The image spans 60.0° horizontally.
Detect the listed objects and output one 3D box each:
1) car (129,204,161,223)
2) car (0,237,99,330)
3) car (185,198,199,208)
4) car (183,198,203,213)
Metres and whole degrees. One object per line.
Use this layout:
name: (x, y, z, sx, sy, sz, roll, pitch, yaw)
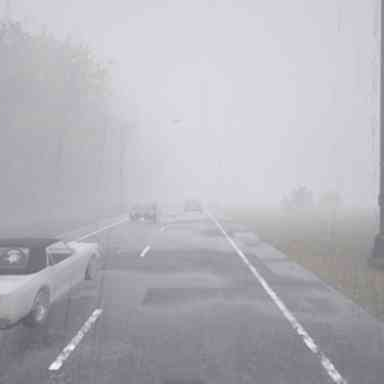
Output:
car: (-3.390, 1.533, 24.966, 1.895, 1.301, 4.718, 0, 0, 0)
car: (-3.403, 1.581, 6.860, 1.895, 1.301, 4.718, 0, 0, 0)
car: (0.016, 1.476, 46.864, 1.895, 1.301, 4.718, 0, 0, 0)
car: (0.100, 1.469, 35.272, 1.994, 1.385, 4.181, 0, 0, 0)
